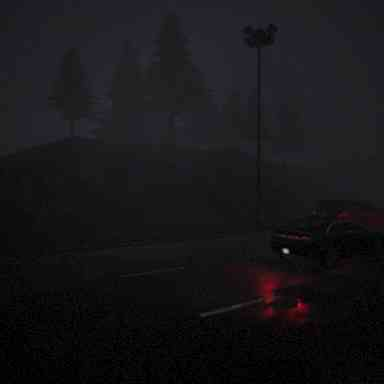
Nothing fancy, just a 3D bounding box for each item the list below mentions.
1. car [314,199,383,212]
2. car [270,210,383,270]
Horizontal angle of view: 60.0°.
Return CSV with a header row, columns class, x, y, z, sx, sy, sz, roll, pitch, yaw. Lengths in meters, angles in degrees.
class,x,y,z,sx,sy,sz,roll,pitch,yaw
car,9.143,1.410,18.862,5.566,2.045,2.150,1,0,-35
car,4.823,1.600,11.494,4.902,1.511,2.128,1,0,-35
